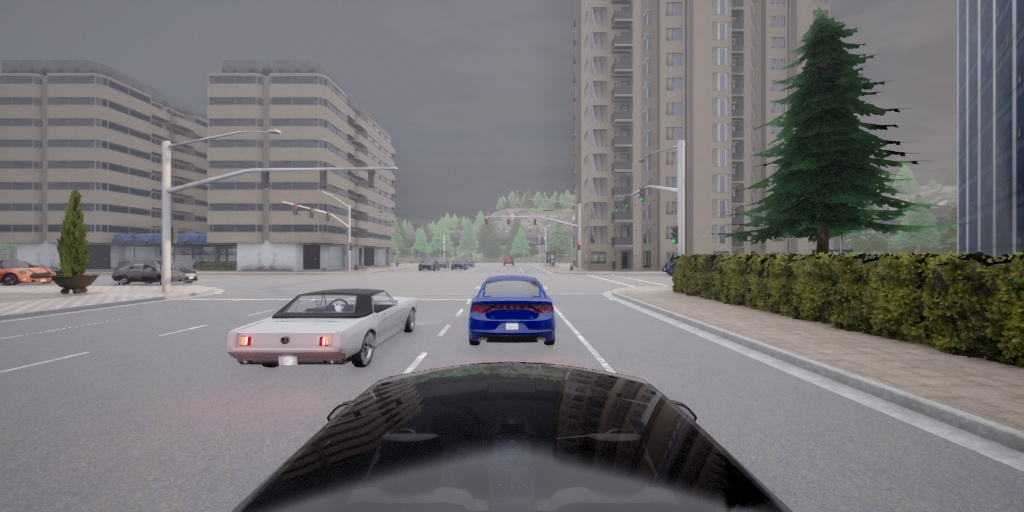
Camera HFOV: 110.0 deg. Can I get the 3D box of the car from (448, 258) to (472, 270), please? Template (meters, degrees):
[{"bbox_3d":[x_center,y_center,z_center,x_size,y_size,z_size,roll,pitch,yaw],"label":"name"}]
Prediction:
[{"bbox_3d":[-7.547,1.102,52.124,2.097,1.767,4.553,0,0,0],"label":"car"}]

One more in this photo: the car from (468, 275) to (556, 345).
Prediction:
[{"bbox_3d":[-0.004,1.228,9.495,1.882,1.535,5.008,0,0,0],"label":"car"}]

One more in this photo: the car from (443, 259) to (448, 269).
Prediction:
[{"bbox_3d":[-11.083,1.255,56.990,1.837,1.490,4.892,0,0,0],"label":"car"}]

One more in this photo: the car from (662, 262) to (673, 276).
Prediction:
[{"bbox_3d":[17.892,0.971,35.442,5.566,2.045,2.150,0,0,0],"label":"car"}]

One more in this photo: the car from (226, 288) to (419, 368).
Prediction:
[{"bbox_3d":[-3.496,1.351,7.829,1.895,1.301,4.718,0,0,0],"label":"car"}]

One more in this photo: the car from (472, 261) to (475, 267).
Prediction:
[{"bbox_3d":[-7.610,1.297,62.565,2.033,1.411,5.357,0,0,1],"label":"car"}]

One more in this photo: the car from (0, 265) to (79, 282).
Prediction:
[{"bbox_3d":[-37.654,1.351,28.303,4.718,1.301,1.895,0,0,0],"label":"car"}]

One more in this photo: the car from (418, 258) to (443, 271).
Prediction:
[{"bbox_3d":[-11.012,1.102,47.905,2.097,1.767,4.553,0,0,0],"label":"car"}]

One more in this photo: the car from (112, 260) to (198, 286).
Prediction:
[{"bbox_3d":[-24.520,1.243,24.739,4.902,1.511,2.128,0,0,1],"label":"car"}]

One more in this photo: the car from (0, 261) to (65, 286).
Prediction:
[{"bbox_3d":[-34.649,1.101,24.796,4.553,1.767,2.097,0,0,0],"label":"car"}]
